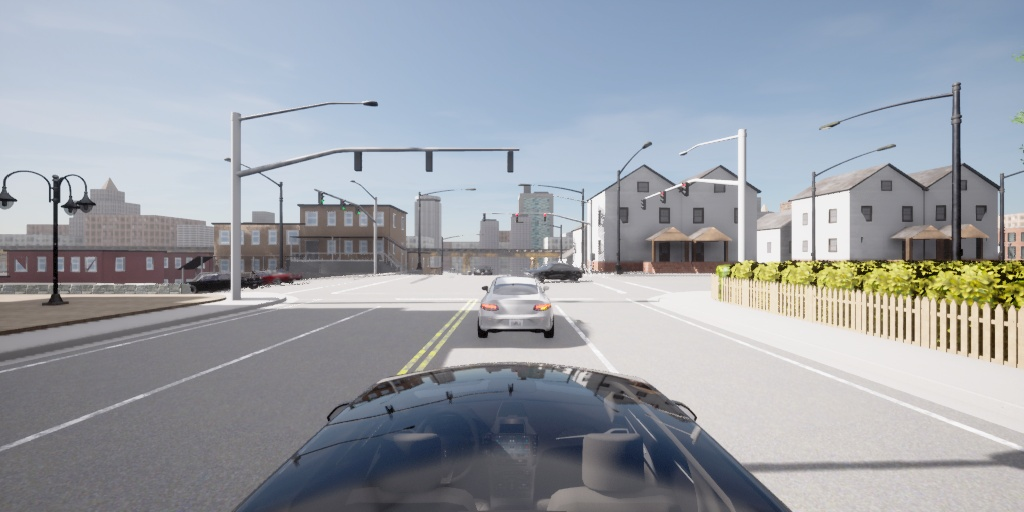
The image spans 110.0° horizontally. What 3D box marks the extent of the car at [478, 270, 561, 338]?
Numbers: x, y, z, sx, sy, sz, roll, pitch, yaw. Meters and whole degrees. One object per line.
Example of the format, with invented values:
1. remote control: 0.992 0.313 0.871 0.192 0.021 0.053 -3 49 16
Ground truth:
1. car: 0.103 1.276 10.034 1.812 1.442 4.674 0 0 0

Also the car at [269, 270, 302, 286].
1. car: -19.471 1.803 28.434 4.718 1.301 1.895 -4 0 -1

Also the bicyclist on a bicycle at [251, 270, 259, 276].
1. bicyclist on a bicycle: -25.562 2.214 35.616 0.582 1.620 1.656 -8 0 0

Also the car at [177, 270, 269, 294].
1. car: -19.972 1.845 24.729 4.718 1.301 1.895 -4 0 -1

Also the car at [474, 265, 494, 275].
1. car: -3.512 2.162 45.275 2.150 2.045 5.566 0 -9 0

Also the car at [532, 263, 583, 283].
1. car: 3.108 1.258 27.054 4.674 1.442 1.812 1 -1 -23
